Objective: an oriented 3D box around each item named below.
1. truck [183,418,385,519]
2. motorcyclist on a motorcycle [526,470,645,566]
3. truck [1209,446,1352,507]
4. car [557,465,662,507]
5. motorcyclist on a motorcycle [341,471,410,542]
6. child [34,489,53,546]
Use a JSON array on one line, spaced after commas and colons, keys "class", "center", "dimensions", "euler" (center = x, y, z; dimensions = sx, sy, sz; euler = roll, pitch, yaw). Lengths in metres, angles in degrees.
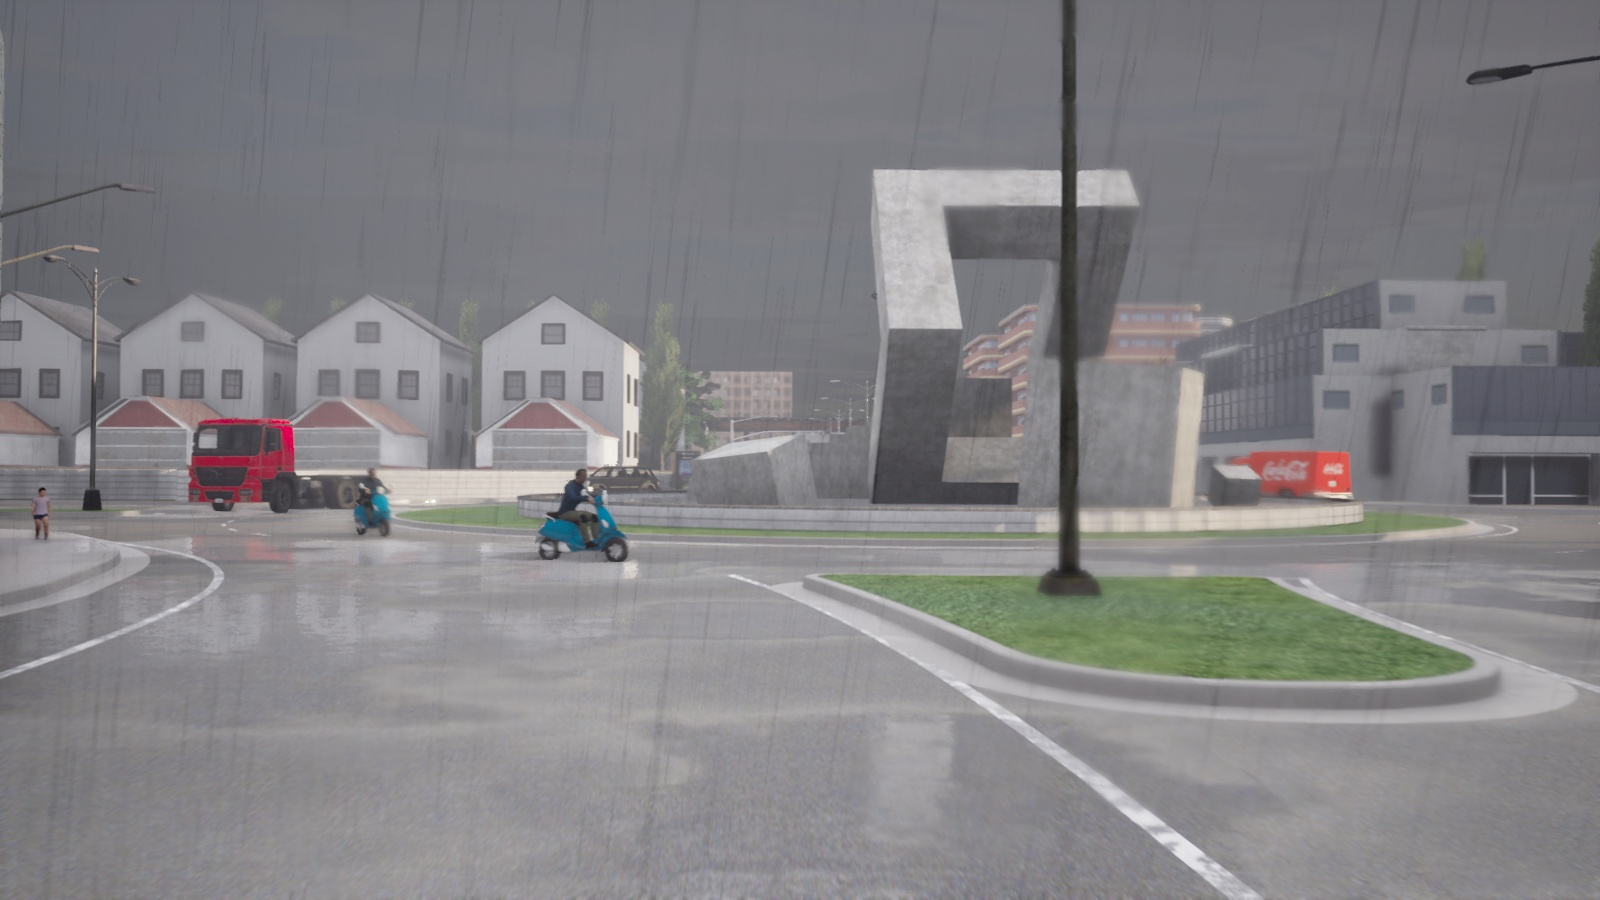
[{"class": "truck", "center": [-19.154, 0.705, 47.328], "dimensions": [2.891, 3.462, 7.936], "euler": [-1, -1, 14]}, {"class": "motorcyclist on a motorcycle", "center": [-3.664, 1.143, 21.465], "dimensions": [1.817, 1.590, 0.866], "euler": [-1, -2, 21]}, {"class": "truck", "center": [20.567, 1.146, 53.964], "dimensions": [2.627, 2.467, 5.204], "euler": [1, -1, -30]}, {"class": "car", "center": [-8.830, 1.648, 58.565], "dimensions": [1.932, 1.855, 4.605], "euler": [-1, -1, 45]}, {"class": "motorcyclist on a motorcycle", "center": [-9.937, 1.301, 29.368], "dimensions": [0.866, 1.590, 1.817], "euler": [1, -1, -43]}, {"class": "child", "center": [-14.928, 1.327, 24.780], "dimensions": [0.255, 1.110, 0.394], "euler": [1, -1, -39]}]
